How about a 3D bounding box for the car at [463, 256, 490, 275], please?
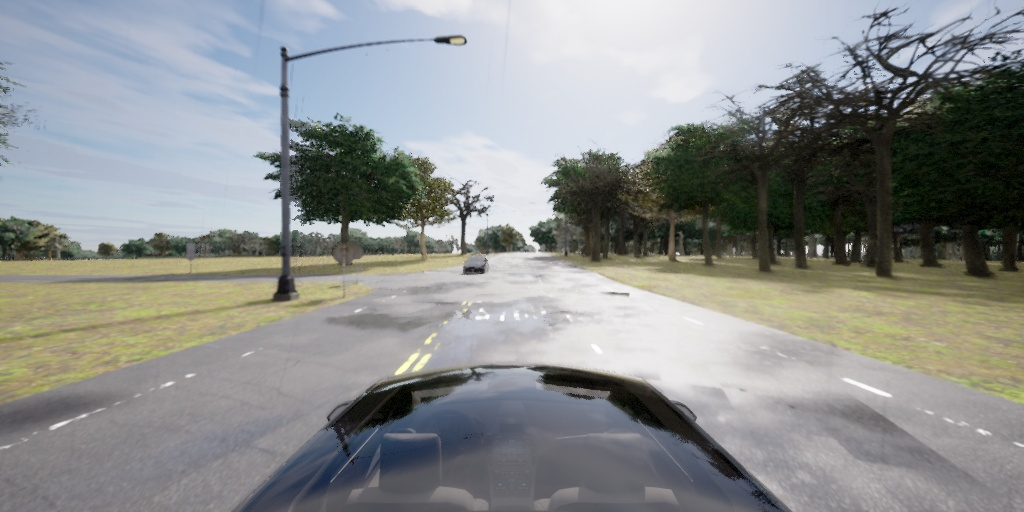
[{"bbox_3d":[-3.099,0.765,31.691,1.882,1.535,5.008,-1,2,2],"label":"car"}]
